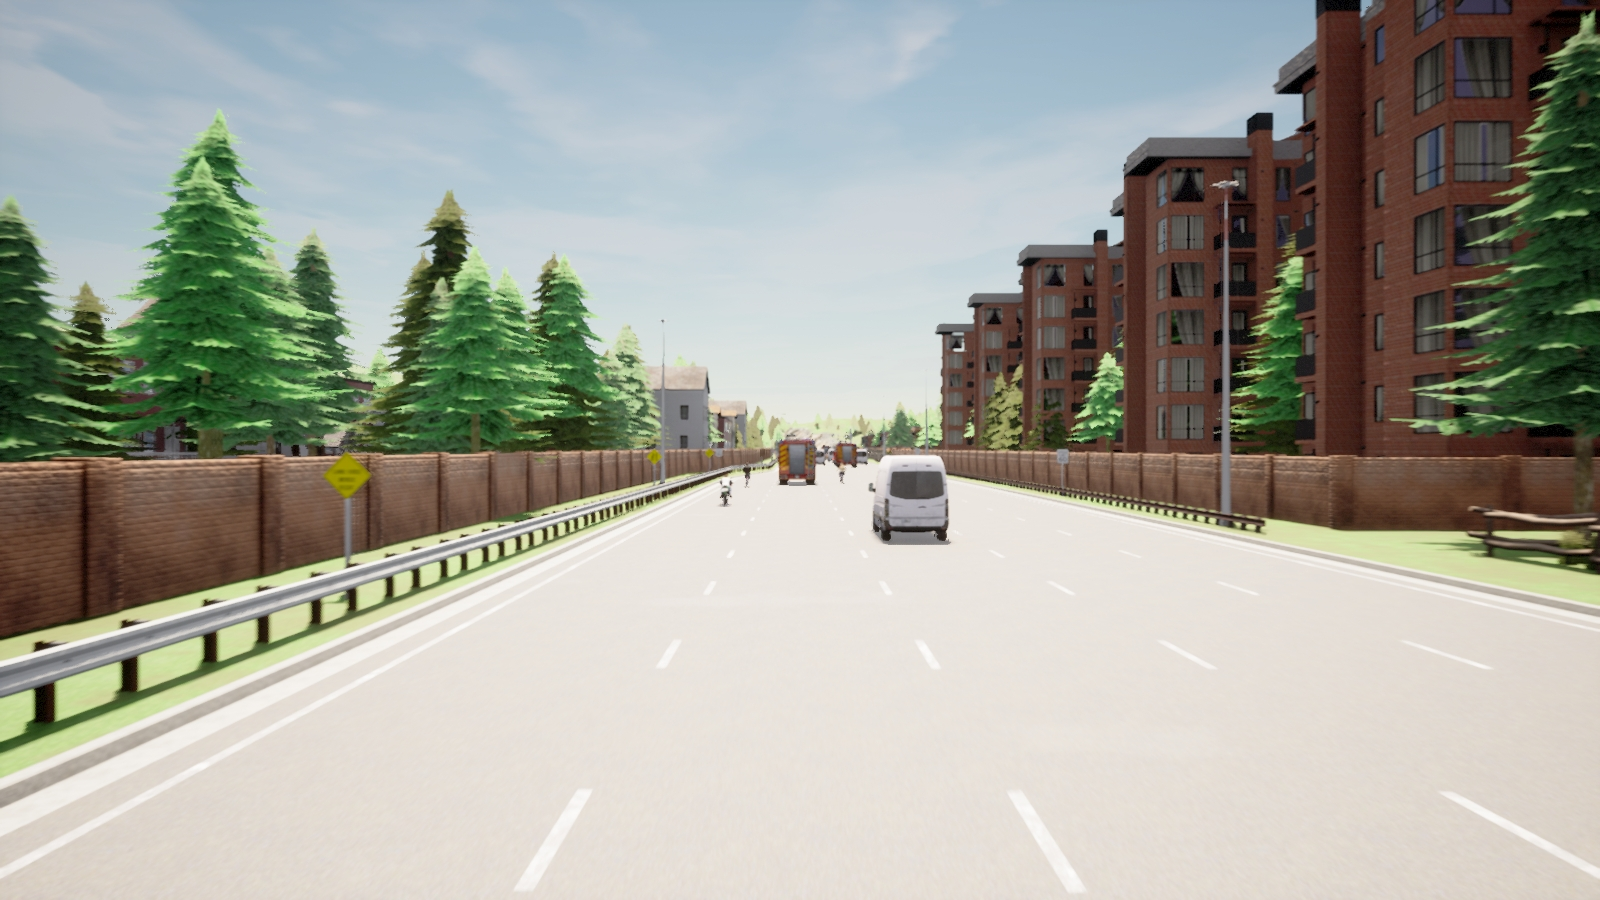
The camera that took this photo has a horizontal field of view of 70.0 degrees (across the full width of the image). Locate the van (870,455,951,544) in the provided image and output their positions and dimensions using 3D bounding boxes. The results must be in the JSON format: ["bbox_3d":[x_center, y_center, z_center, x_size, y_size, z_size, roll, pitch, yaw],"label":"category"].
[{"bbox_3d":[3.414,1.454,36.350,1.988,2.561,5.915,0,0,0],"label":"van"}]

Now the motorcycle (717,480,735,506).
[{"bbox_3d":[-3.600,2.064,55.651,0.803,1.199,2.033,0,0,-1],"label":"motorcycle"}]
